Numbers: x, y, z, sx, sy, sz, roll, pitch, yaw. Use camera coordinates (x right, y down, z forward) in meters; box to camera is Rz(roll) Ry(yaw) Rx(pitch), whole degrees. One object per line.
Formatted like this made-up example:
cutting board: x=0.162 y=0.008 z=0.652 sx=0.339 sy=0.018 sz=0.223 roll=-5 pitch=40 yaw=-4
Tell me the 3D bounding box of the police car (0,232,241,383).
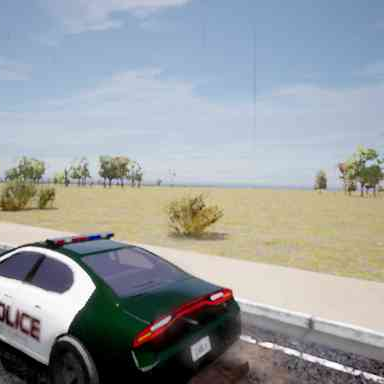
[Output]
police car: x=-1.866 y=1.392 z=4.892 sx=4.974 sy=1.542 sz=2.038 roll=2 pitch=1 yaw=35
